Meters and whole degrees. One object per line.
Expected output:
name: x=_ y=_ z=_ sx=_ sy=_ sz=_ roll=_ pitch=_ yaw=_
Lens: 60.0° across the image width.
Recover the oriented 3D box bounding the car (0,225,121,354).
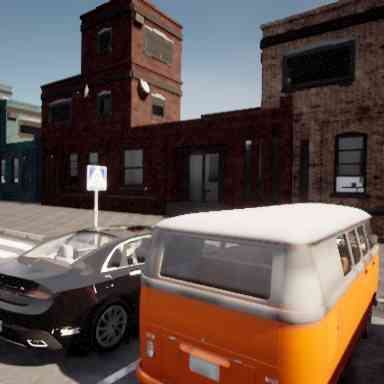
car: x=-0.974 y=1.356 z=6.042 sx=2.231 sy=1.521 sz=4.892 roll=2 pitch=1 yaw=35

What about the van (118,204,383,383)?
van: x=1.365 y=1.203 z=4.525 sx=1.878 sy=1.987 sz=4.442 roll=2 pitch=1 yaw=35
